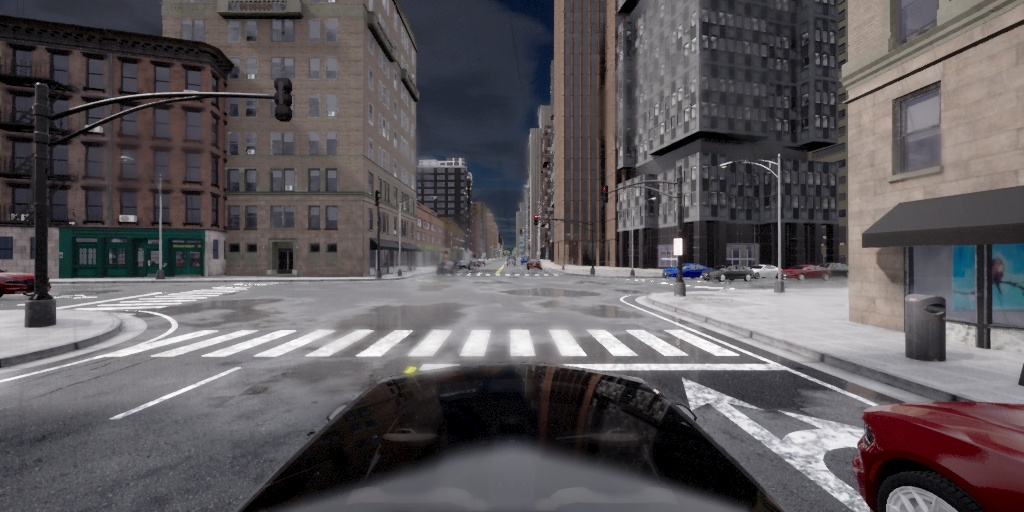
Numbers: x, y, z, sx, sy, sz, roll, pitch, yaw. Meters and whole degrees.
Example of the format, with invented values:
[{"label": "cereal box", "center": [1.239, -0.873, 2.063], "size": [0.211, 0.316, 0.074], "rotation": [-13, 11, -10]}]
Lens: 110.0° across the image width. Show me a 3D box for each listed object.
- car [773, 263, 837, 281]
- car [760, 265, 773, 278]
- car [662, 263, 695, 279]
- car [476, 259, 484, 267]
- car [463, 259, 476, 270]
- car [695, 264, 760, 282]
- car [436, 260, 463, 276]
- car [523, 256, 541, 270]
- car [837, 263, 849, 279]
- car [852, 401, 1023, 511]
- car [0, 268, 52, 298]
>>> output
[{"label": "car", "center": [28.317, 1.593, 34.659], "size": [5.008, 1.535, 1.882], "rotation": [1, 0, -15]}, {"label": "car", "center": [25.995, 1.639, 37.400], "size": [4.674, 1.442, 1.812], "rotation": [1, 0, -15]}, {"label": "car", "center": [17.014, 1.486, 34.826], "size": [5.008, 1.535, 1.882], "rotation": [1, 0, -16]}, {"label": "car", "center": [-6.676, 1.325, 63.724], "size": [1.994, 1.385, 4.181], "rotation": [0, 0, 1]}, {"label": "car", "center": [-6.676, 1.264, 51.411], "size": [1.837, 1.490, 4.892], "rotation": [0, 0, 0]}, {"label": "car", "center": [19.267, 1.514, 32.084], "size": [4.892, 1.490, 1.837], "rotation": [1, 0, -17]}, {"label": "car", "center": [-6.659, 1.262, 37.522], "size": [1.837, 1.490, 4.892], "rotation": [0, 0, 0]}, {"label": "car", "center": [3.238, 1.112, 54.316], "size": [2.097, 1.767, 4.553], "rotation": [0, 0, 0]}, {"label": "car", "center": [35.003, 1.570, 39.685], "size": [4.553, 1.767, 2.097], "rotation": [1, 0, -13]}, {"label": "car", "center": [3.353, 1.227, 0.450], "size": [1.882, 1.535, 5.008], "rotation": [0, 0, 0]}, {"label": "car", "center": [-22.335, 0.962, 14.471], "size": [5.008, 1.535, 1.882], "rotation": [1, 0, -17]}]
